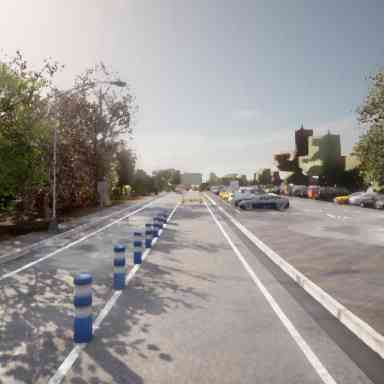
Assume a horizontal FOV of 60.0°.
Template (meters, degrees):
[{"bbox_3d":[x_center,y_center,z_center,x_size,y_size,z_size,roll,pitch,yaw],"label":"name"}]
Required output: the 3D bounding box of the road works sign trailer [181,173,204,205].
[{"bbox_3d":[-0.015,-0.393,37.941,2.380,3.560,2.880,0,2,0],"label":"road works sign trailer"}]

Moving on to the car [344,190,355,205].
[{"bbox_3d":[19.924,0.835,36.943,4.674,1.452,2.002,0,2,0],"label":"car"}]

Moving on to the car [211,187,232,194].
[{"bbox_3d":[7.216,-0.405,81.455,4.892,1.521,2.231,0,1,0],"label":"car"}]

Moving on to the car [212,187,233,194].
[{"bbox_3d":[7.205,-0.339,78.680,4.892,1.521,2.231,0,1,0],"label":"car"}]

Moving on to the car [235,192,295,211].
[{"bbox_3d":[6.772,1.008,31.517,4.792,1.488,2.163,0,2,0],"label":"car"}]

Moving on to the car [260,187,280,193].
[{"bbox_3d":[20.345,-0.499,86.775,4.674,1.452,2.002,0,1,0],"label":"car"}]

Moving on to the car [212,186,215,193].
[{"bbox_3d":[7.076,-0.049,67.579,4.792,1.488,2.163,0,1,0],"label":"car"}]

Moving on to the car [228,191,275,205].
[{"bbox_3d":[7.057,0.706,39.838,5.366,1.575,1.946,0,2,0],"label":"car"}]

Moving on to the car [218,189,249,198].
[{"bbox_3d":[7.005,0.193,56.477,4.892,1.521,2.231,0,2,0],"label":"car"}]

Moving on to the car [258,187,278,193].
[{"bbox_3d":[20.365,-0.604,89.545,5.008,1.535,2.097,0,1,0],"label":"car"}]

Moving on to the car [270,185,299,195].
[{"bbox_3d":[20.202,-0.463,72.922,5.566,2.045,2.435,0,1,0],"label":"car"}]

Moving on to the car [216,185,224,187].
[{"bbox_3d":[7.066,-0.005,59.252,4.553,1.767,2.185,0,1,0],"label":"car"}]

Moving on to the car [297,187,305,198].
[{"bbox_3d":[20.097,0.292,53.678,4.792,1.488,2.163,0,2,1],"label":"car"}]

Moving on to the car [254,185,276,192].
[{"bbox_3d":[20.366,-0.923,92.433,5.566,2.045,2.435,0,1,0],"label":"car"}]

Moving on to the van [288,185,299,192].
[{"bbox_3d":[20.005,-0.108,59.061,4.442,1.987,1.878,0,1,0],"label":"van"}]

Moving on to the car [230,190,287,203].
[{"bbox_3d":[6.830,0.889,34.290,5.008,1.535,2.097,0,2,0],"label":"car"}]

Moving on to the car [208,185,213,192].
[{"bbox_3d":[6.990,-0.278,75.906,5.366,1.575,1.946,0,1,0],"label":"car"}]

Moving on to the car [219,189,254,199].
[{"bbox_3d":[7.173,0.267,53.709,5.366,1.575,1.946,0,2,0],"label":"car"}]

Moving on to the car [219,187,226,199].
[{"bbox_3d":[6.733,0.527,45.390,5.366,1.575,1.946,0,2,0],"label":"car"}]

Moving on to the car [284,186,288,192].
[{"bbox_3d":[20.142,0.049,61.851,5.008,1.535,2.097,0,1,0],"label":"car"}]

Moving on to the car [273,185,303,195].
[{"bbox_3d":[20.179,-0.398,70.152,5.566,2.045,2.435,0,1,0],"label":"car"}]

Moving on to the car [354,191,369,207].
[{"bbox_3d":[19.874,0.914,34.174,4.792,1.488,2.163,0,2,0],"label":"car"}]

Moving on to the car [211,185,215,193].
[{"bbox_3d":[7.099,-0.114,70.355,4.792,1.488,2.163,0,1,0],"label":"car"}]

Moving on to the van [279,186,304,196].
[{"bbox_3d":[20.067,-0.307,67.385,4.442,1.987,1.878,0,1,0],"label":"van"}]

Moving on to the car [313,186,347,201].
[{"bbox_3d":[20.026,0.275,45.239,5.566,2.045,2.435,0,2,0],"label":"car"}]

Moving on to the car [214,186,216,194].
[{"bbox_3d":[7.088,0.082,62.028,4.792,1.488,2.163,0,1,0],"label":"car"}]

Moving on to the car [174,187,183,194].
[{"bbox_3d":[-3.086,-0.339,77.318,1.812,1.442,4.674,0,1,0],"label":"car"}]

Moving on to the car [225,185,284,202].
[{"bbox_3d":[6.876,0.548,37.056,5.566,2.045,2.435,0,2,0],"label":"car"}]

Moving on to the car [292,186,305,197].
[{"bbox_3d":[20.119,0.218,56.316,4.792,1.488,2.163,0,1,0],"label":"car"}]

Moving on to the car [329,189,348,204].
[{"bbox_3d":[19.765,0.702,39.712,5.366,1.575,1.946,0,2,0],"label":"car"}]

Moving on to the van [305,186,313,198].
[{"bbox_3d":[20.161,0.120,50.899,4.442,1.987,1.878,0,2,0],"label":"van"}]

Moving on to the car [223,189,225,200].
[{"bbox_3d":[6.901,0.621,42.614,4.892,1.521,2.231,0,2,0],"label":"car"}]

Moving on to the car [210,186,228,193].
[{"bbox_3d":[7.261,-0.728,89.778,4.553,1.767,2.185,0,1,0],"label":"car"}]

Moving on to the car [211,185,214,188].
[{"bbox_3d":[7.123,-0.180,73.130,4.792,1.488,2.163,0,1,0],"label":"car"}]

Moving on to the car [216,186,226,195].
[{"bbox_3d":[6.780,0.347,51.060,5.366,1.575,1.946,0,2,0],"label":"car"}]

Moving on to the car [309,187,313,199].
[{"bbox_3d":[19.992,0.467,48.016,4.792,1.488,2.163,0,2,0],"label":"car"}]

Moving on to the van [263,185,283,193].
[{"bbox_3d":[20.441,-0.702,84.125,4.442,1.987,1.878,0,1,0],"label":"van"}]

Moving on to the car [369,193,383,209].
[{"bbox_3d":[19.913,0.844,31.525,4.553,1.767,2.185,0,2,0],"label":"car"}]

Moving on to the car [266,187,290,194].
[{"bbox_3d":[20.271,-0.343,78.467,5.008,1.535,2.097,0,1,0],"label":"car"}]
